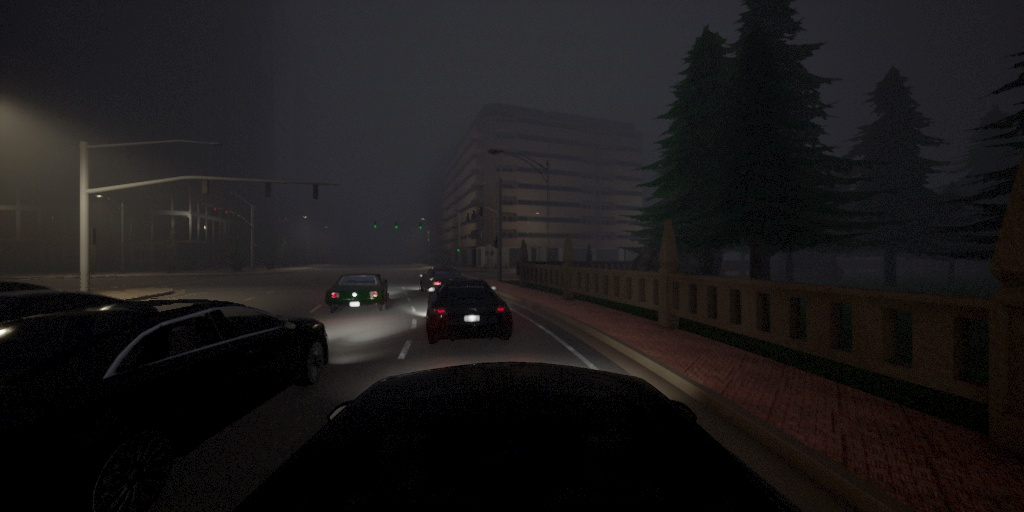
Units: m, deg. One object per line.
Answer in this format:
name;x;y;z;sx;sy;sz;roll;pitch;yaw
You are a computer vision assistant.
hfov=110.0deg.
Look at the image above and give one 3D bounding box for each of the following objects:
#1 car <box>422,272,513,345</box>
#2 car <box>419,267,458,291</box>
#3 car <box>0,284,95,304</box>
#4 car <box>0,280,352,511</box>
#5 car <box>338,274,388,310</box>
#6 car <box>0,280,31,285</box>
car;-1.281;1.311;9.689;1.994;1.385;4.181;0;0;-12
car;-3.704;1.291;18.897;2.033;1.411;5.357;0;0;-20
car;-7.564;1.274;5.178;1.812;1.442;4.674;0;0;-8
car;-3.817;1.239;3.999;2.128;1.511;4.902;0;0;-5
car;-5.982;1.346;14.312;1.895;1.301;4.718;0;0;-17
car;-11.351;1.253;6.874;1.837;1.490;4.892;0;0;-12
